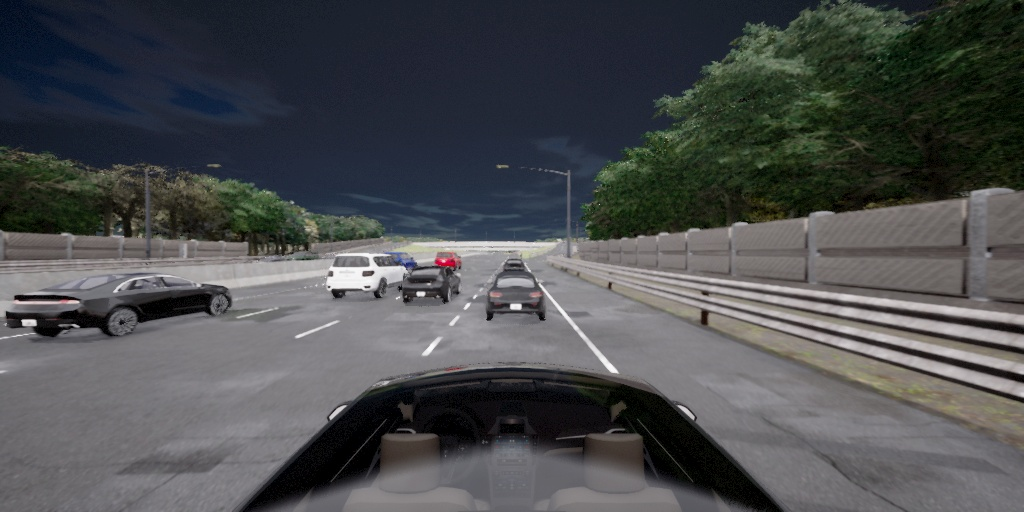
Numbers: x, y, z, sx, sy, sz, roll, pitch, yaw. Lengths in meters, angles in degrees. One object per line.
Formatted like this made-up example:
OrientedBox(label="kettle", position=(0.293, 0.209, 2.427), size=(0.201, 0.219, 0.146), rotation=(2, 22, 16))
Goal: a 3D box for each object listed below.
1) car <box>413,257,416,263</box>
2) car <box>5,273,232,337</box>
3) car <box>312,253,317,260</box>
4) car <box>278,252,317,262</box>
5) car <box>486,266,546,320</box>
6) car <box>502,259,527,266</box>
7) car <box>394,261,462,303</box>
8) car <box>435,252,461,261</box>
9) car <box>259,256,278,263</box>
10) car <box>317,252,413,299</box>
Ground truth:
OrientedBox(label="car", position=(-10.304, 0.661, 32.328), size=(2.150, 2.045, 5.566), rotation=(0, 1, 0))
OrientedBox(label="car", position=(-10.391, 1.213, 10.147), size=(2.128, 1.511, 4.902), rotation=(0, 0, 0))
OrientedBox(label="car", position=(-24.292, 0.694, 48.216), size=(1.837, 1.490, 4.892), rotation=(0, 0, 1))
OrientedBox(label="car", position=(-27.803, 0.422, 47.618), size=(2.150, 2.045, 5.566), rotation=(0, 0, 1))
OrientedBox(label="car", position=(0.113, 1.233, 12.339), size=(1.812, 1.442, 4.674), rotation=(0, 0, 0))
OrientedBox(label="car", position=(0.186, 0.973, 30.556), size=(1.837, 1.490, 4.892), rotation=(0, 1, 0))
OrientedBox(label="car", position=(-3.478, 1.180, 16.122), size=(1.837, 1.490, 4.892), rotation=(0, 1, 0))
OrientedBox(label="car", position=(-6.764, 0.567, 38.202), size=(2.150, 2.045, 5.566), rotation=(0, 1, 0))
OrientedBox(label="car", position=(-31.307, 0.691, 47.480), size=(2.128, 1.511, 4.902), rotation=(0, 1, 1))
OrientedBox(label="car", position=(-6.874, 0.878, 17.640), size=(2.150, 2.045, 5.566), rotation=(0, 1, 0))
